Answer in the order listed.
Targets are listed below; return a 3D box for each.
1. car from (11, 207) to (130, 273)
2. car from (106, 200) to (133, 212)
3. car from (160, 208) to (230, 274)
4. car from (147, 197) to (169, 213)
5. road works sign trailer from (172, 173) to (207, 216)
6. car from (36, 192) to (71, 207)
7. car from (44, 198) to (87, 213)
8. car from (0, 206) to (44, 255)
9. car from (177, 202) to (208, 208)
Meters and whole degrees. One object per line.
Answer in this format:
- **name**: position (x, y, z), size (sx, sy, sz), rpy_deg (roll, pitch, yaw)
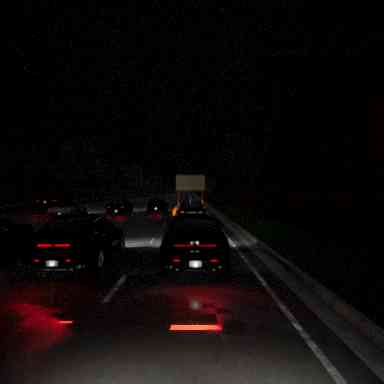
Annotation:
- **car**: position (-3.423, 1.455, 10.520), size (1.837, 1.490, 4.892), rpy_deg (0, 1, 0)
- **car**: position (-7.043, 1.443, 32.960), size (1.895, 1.301, 4.718), rpy_deg (0, 0, 0)
- **car**: position (0.077, 1.455, 10.346), size (1.837, 1.490, 4.892), rpy_deg (0, 0, 0)
- **car**: position (-3.555, 1.339, 34.948), size (1.837, 1.490, 4.892), rpy_deg (0, 1, 0)
- **road works sign trailer**: position (-0.116, 0.341, 25.561), size (2.380, 3.560, 2.880), rpy_deg (0, 0, -3)
- **car**: position (-14.055, 1.055, 34.438), size (2.150, 2.045, 5.566), rpy_deg (0, 0, 0)
- **car**: position (-10.519, 1.464, 28.540), size (1.895, 1.301, 4.718), rpy_deg (0, 0, 0)
- **car**: position (-6.924, 1.454, 10.828), size (1.837, 1.490, 4.892), rpy_deg (0, 1, 0)
- **car**: position (0.014, 1.384, 21.696), size (2.128, 1.511, 4.902), rpy_deg (1, 0, 1)
